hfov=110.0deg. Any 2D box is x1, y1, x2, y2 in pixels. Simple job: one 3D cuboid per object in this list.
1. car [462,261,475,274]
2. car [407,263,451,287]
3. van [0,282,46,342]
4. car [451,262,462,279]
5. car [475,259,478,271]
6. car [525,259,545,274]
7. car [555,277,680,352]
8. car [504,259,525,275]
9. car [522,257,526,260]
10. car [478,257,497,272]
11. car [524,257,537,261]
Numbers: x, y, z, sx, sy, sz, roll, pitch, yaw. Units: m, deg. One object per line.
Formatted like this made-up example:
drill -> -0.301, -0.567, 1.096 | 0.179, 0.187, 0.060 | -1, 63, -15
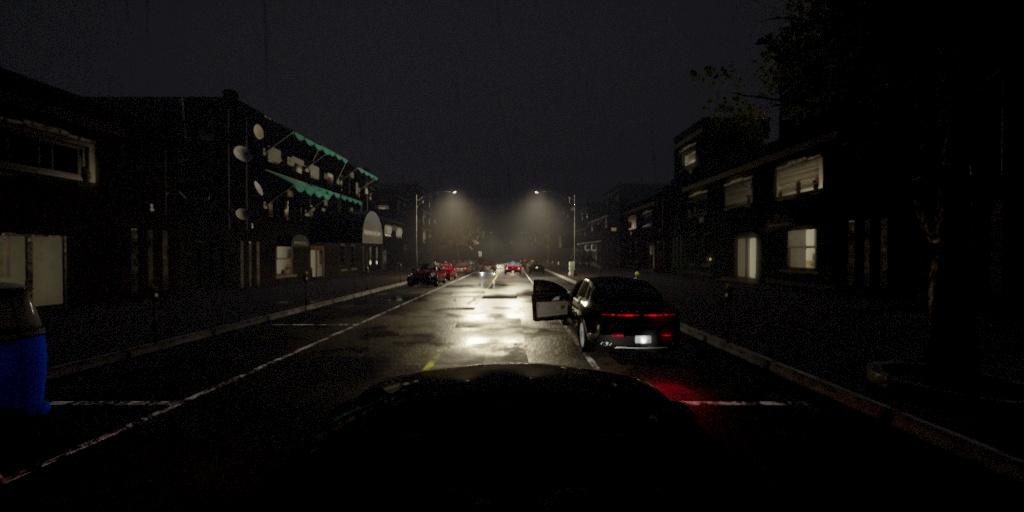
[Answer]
car -> -5.660, 1.311, 40.870 | 1.802, 1.307, 4.207 | 0, 0, 0
car -> -5.672, 1.178, 24.226 | 1.967, 1.591, 4.097 | 0, 0, 0
van -> -5.687, 1.091, 2.032 | 1.690, 1.789, 3.998 | 0, 0, 0
car -> -5.667, 1.281, 29.774 | 1.888, 1.381, 4.507 | 0, 0, 0
car -> -5.657, 1.277, 46.419 | 2.007, 1.370, 4.403 | 0, 0, 0
car -> 2.720, 1.295, 40.867 | 1.948, 1.339, 4.313 | 0, 0, 0
car -> 2.360, 1.251, 8.856 | 1.837, 1.490, 4.892 | 0, 0, 0
car -> 0.108, 1.331, 39.523 | 1.895, 1.301, 4.718 | 0, 0, 0
car -> 2.728, 1.038, 51.964 | 2.192, 1.841, 5.009 | 0, 0, 0
car -> -2.973, 1.256, 46.355 | 1.812, 1.442, 4.674 | 0, 0, 0
car -> 2.725, 1.252, 46.585 | 1.751, 1.417, 4.829 | 0, 0, 0
